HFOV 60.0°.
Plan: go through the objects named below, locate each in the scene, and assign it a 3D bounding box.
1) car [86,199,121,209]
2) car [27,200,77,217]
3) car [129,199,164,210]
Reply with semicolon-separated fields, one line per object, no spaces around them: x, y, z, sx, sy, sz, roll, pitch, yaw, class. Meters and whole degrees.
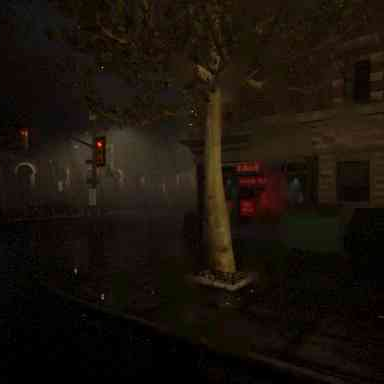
-11.959;1.595;45.174;1.895;1.301;4.718;0;0;36;car
-13.376;1.526;31.956;1.812;1.442;4.674;0;0;36;car
-5.820;1.601;42.300;1.895;1.301;4.718;0;0;36;car
